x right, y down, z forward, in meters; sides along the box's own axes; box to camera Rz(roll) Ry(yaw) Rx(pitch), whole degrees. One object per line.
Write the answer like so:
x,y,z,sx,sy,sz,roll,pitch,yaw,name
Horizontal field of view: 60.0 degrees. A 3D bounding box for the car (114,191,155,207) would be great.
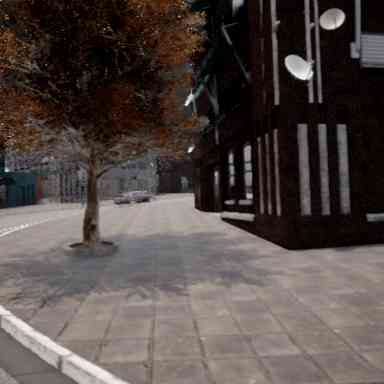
-5.828,0.645,34.277,2.128,1.511,4.902,-3,1,34,car
